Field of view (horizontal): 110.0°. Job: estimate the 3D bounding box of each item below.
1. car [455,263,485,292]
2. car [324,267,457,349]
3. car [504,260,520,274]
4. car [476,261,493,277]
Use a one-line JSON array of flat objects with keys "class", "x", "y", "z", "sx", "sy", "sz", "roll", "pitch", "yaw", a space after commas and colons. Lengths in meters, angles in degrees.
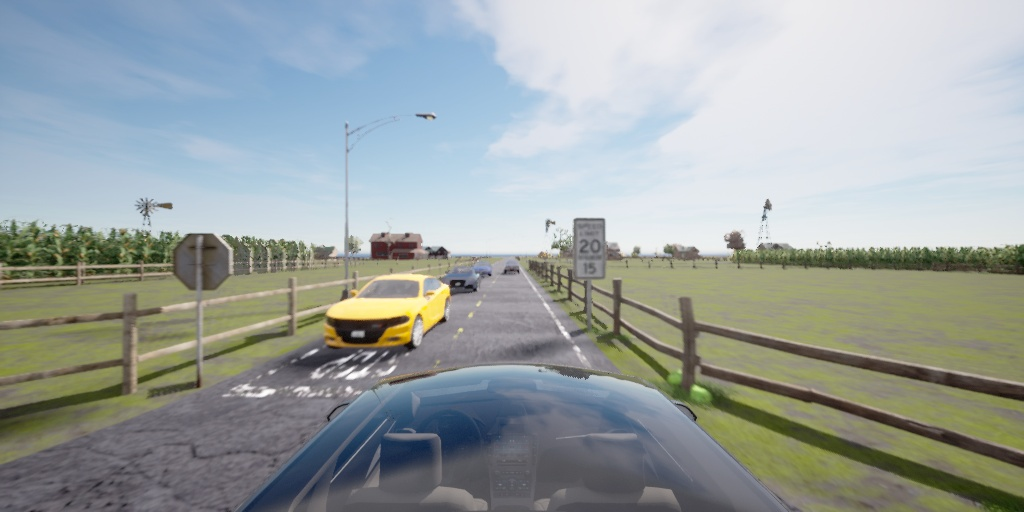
[{"class": "car", "x": -2.853, "y": 1.294, "z": 20.889, "sx": 1.994, "sy": 1.385, "sz": 4.181, "roll": 0, "pitch": 0, "yaw": 0}, {"class": "car", "x": -2.886, "y": 1.220, "z": 9.353, "sx": 1.882, "sy": 1.535, "sz": 5.008, "roll": 0, "pitch": 0, "yaw": 1}, {"class": "car", "x": -0.007, "y": 1.256, "z": 40.540, "sx": 2.033, "sy": 1.411, "sz": 5.357, "roll": 0, "pitch": 0, "yaw": 0}, {"class": "car", "x": -2.837, "y": 1.242, "z": 34.460, "sx": 1.812, "sy": 1.442, "sz": 4.674, "roll": 0, "pitch": 1, "yaw": 0}]
